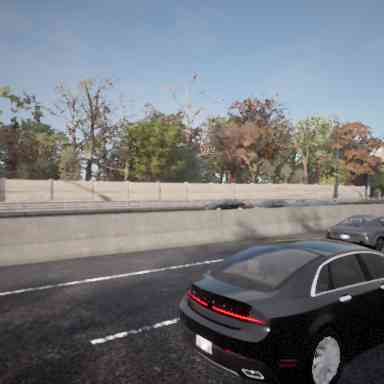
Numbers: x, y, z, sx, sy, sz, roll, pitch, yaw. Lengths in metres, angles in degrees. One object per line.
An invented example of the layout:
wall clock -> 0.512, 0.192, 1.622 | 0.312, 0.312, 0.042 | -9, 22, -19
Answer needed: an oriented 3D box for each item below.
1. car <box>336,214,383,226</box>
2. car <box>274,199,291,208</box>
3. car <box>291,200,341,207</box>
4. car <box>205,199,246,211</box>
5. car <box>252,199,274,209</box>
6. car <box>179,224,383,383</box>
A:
car -> 7.144, 1.583, 13.144 | 4.181, 1.385, 1.994 | 0, 0, -36
car -> 10.904, 1.539, 33.264 | 4.902, 1.511, 2.128 | 0, 0, -35
car -> 11.267, 1.521, 29.226 | 5.008, 1.535, 1.882 | 0, 0, -35
car -> 3.698, 1.517, 36.723 | 5.008, 1.535, 1.882 | 0, 0, -35
car -> 8.631, 1.552, 35.942 | 4.892, 1.490, 1.837 | 0, 0, -35
car -> 2.110, 1.511, 5.253 | 4.892, 1.490, 1.837 | 0, 0, -36
